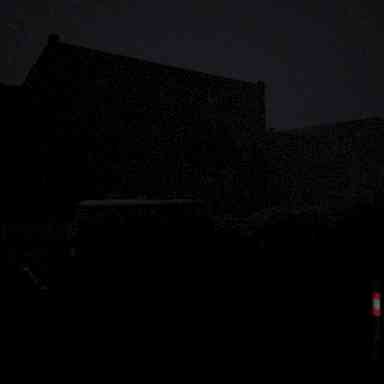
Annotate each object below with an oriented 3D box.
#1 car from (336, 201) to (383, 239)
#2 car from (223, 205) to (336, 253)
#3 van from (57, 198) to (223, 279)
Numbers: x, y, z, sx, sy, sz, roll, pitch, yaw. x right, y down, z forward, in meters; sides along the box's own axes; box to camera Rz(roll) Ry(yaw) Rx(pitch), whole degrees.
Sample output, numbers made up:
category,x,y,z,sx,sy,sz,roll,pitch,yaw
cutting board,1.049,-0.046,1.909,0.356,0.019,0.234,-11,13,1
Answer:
category,x,y,z,sx,sy,sz,roll,pitch,yaw
car,7.587,1.342,16.132,4.792,1.488,2.163,1,0,-37
car,3.103,1.351,12.928,4.892,1.521,2.231,1,0,-37
van,-1.526,1.187,9.624,4.442,1.987,1.878,-1,0,-33
